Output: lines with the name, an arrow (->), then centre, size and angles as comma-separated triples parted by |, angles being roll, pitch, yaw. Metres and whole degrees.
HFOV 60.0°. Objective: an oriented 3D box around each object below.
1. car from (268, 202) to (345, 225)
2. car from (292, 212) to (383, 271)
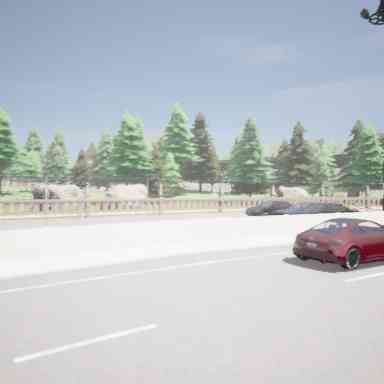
car -> 8.385, 1.482, 24.300 | 5.357, 1.411, 2.033 | 0, 0, -23
car -> 5.304, 1.538, 10.843 | 4.181, 1.385, 1.994 | 0, 0, -29
